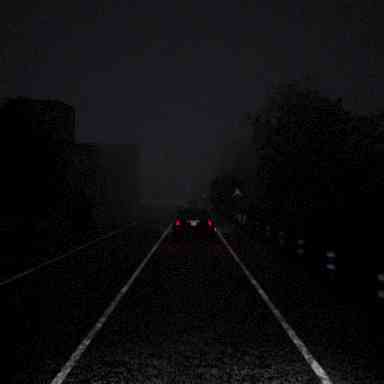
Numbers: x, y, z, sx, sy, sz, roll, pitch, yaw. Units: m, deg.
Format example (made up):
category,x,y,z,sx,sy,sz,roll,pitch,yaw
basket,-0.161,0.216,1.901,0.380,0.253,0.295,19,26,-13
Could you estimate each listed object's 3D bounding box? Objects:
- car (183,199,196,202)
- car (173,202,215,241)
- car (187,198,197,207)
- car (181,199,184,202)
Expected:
category,x,y,z,sx,sy,sz,roll,pitch,yaw
car,0.088,2.299,56.566,2.128,1.511,4.902,0,-1,0
car,0.097,1.603,18.352,2.097,1.767,4.553,0,-1,0
car,-0.089,2.420,76.299,2.097,1.767,4.553,0,0,-3
car,-1.597,2.525,90.714,1.895,1.301,4.718,-2,1,-16
